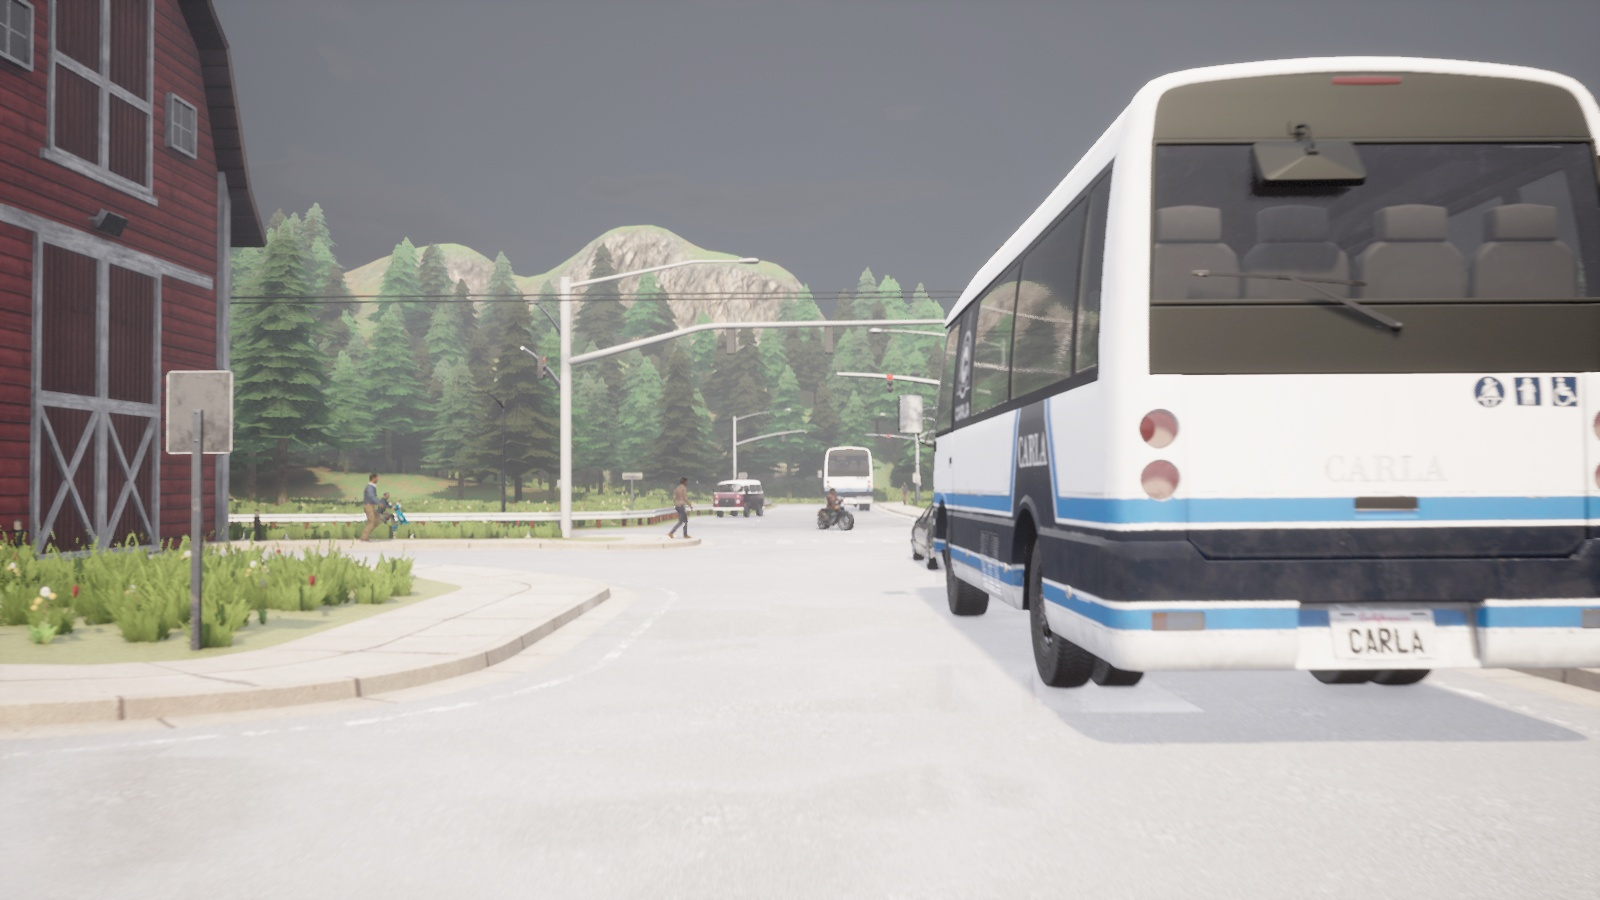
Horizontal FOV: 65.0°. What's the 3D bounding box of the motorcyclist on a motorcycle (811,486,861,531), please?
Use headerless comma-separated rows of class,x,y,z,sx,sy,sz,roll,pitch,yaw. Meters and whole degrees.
motorcyclist on a motorcycle,1.349,2.198,47.243,0.766,1.649,2.350,2,-2,-30

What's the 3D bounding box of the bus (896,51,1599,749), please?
bus,3.407,-0.178,12.868,3.944,4.253,10.273,-1,-2,0

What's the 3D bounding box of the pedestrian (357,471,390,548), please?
pedestrian,-10.970,1.524,32.289,0.788,1.949,0.423,0,-2,-21

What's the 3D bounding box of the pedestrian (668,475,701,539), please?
pedestrian,-3.314,1.639,36.075,0.869,1.805,0.328,0,-2,-30

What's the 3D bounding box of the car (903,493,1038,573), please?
car,3.375,1.624,25.913,2.033,1.411,5.357,-1,-2,0

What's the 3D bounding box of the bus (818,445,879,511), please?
bus,3.284,2.007,87.834,3.944,4.253,10.273,-1,-2,1

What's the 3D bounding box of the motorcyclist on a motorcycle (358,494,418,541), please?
motorcyclist on a motorcycle,-14.363,2.351,43.799,1.817,1.590,0.866,-1,-2,1

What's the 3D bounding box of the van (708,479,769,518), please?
van,-3.328,2.657,68.914,2.069,2.038,4.480,-2,-2,14
